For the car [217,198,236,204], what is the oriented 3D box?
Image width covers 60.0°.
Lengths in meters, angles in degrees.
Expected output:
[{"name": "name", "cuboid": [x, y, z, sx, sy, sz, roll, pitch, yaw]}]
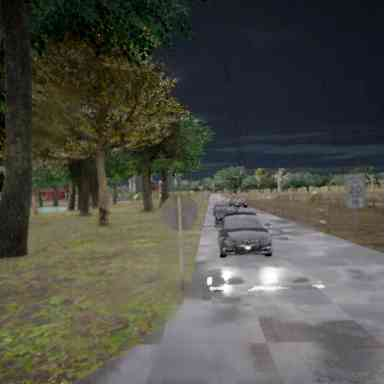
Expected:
[{"name": "car", "cuboid": [3.302, 1.759, 35.963, 1.994, 1.385, 4.181, -3, 0, 4]}]

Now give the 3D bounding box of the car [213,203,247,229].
[{"name": "car", "cuboid": [2.553, 1.748, 23.245, 1.895, 1.301, 4.718, -3, 0, 3]}]

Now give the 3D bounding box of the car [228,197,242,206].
[{"name": "car", "cuboid": [7.493, 1.701, 58.053, 1.994, 1.385, 4.181, -3, 0, 3]}]

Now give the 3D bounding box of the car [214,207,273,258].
[{"name": "car", "cuboid": [1.987, 1.609, 13.421, 1.837, 1.490, 4.892, -3, 0, 3]}]

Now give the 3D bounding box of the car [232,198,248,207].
[{"name": "car", "cuboid": [6.915, 1.707, 47.901, 1.895, 1.301, 4.718, -3, 0, 3]}]
